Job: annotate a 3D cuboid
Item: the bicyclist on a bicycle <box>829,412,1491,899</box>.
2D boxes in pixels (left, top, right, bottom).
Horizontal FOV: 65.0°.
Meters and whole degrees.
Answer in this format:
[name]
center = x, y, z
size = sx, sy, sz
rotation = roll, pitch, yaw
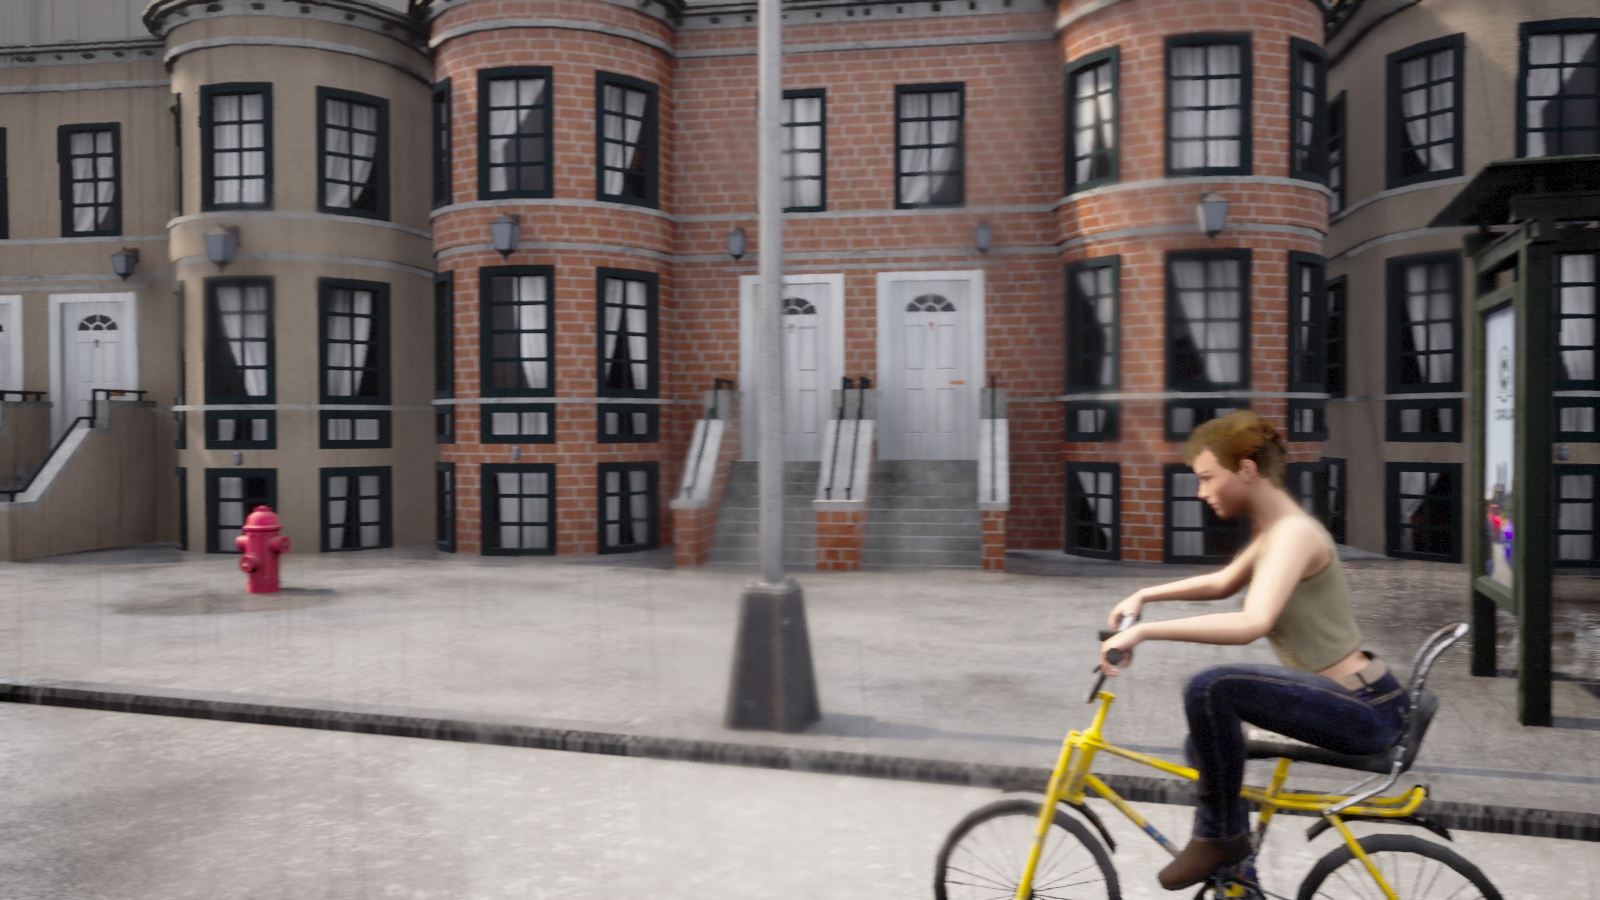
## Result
[bicyclist on a bicycle]
center = 0.930, 0.712, 3.402
size = 1.509, 1.612, 0.866
rotation = 1, 1, 19
